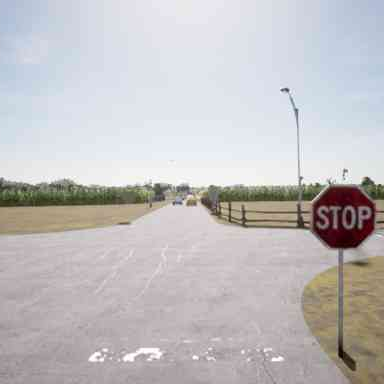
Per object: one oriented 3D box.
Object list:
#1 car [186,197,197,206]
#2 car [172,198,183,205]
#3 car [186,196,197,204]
[{"bbox_3d":[-0.068,1.744,60.807,1.882,1.535,5.008,0,0,0],"label":"car"},{"bbox_3d":[-2.823,1.828,65.392,1.812,1.442,4.674,0,0,0],"label":"car"},{"bbox_3d":[-0.079,1.712,71.230,2.128,1.511,4.902,0,-1,0],"label":"car"}]
